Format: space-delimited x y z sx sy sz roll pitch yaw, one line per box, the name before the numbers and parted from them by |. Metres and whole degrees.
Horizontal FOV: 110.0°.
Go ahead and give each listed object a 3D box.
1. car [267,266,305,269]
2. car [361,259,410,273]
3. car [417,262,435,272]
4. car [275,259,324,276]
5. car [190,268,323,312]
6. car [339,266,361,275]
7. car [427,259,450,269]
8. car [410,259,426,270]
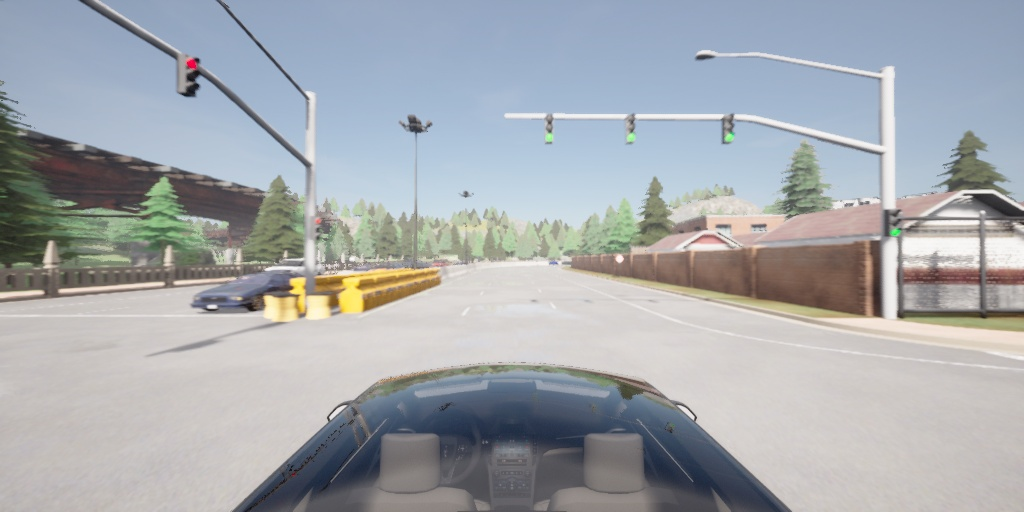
car | -14.091 1.492 21.575 1.994 1.385 4.181 0 0 0
car | -10.577 1.359 30.410 2.097 1.767 4.553 0 -1 0
car | -13.999 1.763 58.477 1.837 1.490 4.892 0 -1 0
car | -17.575 1.219 29.236 2.150 2.045 5.566 0 -1 0
car | -10.537 1.419 15.223 2.033 1.411 5.357 0 -1 -1
car | -13.999 1.630 32.855 1.895 1.301 4.718 0 -1 0
car | -10.503 1.427 52.907 2.150 2.045 5.566 0 -1 0
car | -14.005 1.409 50.337 2.150 2.045 5.566 0 -1 0
